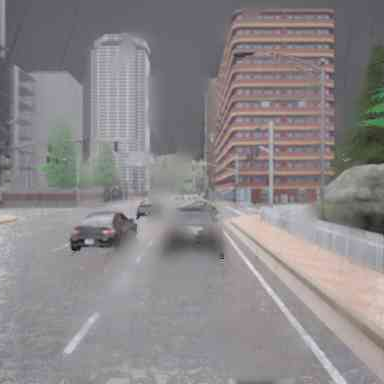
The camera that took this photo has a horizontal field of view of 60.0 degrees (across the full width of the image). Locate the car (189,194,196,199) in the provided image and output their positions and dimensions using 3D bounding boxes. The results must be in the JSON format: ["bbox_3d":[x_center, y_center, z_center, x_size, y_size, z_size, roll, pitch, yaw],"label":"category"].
[{"bbox_3d":[0.116,1.333,90.040,1.812,1.442,4.674,0,0,0],"label":"car"}]

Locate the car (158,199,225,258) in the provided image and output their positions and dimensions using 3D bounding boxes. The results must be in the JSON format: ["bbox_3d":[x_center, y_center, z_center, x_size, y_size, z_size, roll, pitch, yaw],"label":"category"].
[{"bbox_3d":[0.061,1.325,12.748,2.097,1.767,4.553,0,0,1],"label":"car"}]

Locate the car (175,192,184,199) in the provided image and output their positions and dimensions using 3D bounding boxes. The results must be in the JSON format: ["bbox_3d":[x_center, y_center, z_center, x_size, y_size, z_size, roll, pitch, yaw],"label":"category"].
[{"bbox_3d":[-3.385,1.035,89.221,2.150,2.045,5.566,0,0,0],"label":"car"}]

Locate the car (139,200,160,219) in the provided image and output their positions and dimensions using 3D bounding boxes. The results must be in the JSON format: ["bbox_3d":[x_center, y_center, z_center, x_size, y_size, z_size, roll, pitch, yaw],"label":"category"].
[{"bbox_3d":[-3.420,1.425,27.833,2.128,1.511,4.902,0,1,1],"label":"car"}]

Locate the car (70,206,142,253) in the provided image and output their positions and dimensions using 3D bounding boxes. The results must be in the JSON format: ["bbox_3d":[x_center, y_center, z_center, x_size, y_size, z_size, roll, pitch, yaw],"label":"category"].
[{"bbox_3d":[-3.431,1.498,13.501,1.812,1.442,4.674,0,0,1],"label":"car"}]
